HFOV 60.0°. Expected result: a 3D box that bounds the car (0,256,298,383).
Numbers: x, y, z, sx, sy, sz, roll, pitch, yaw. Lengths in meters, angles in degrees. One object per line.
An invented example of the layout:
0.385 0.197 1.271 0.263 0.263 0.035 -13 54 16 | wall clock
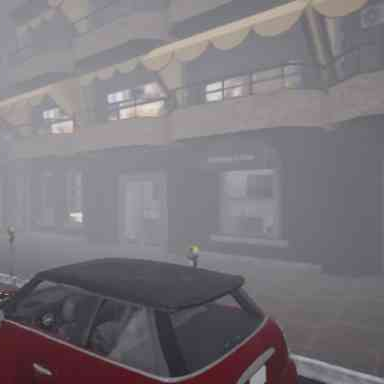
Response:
-1.080 1.463 3.647 4.097 1.590 1.967 -1 0 36 | car
